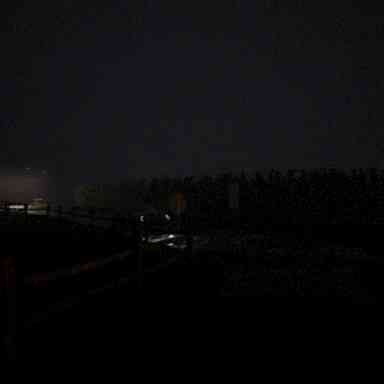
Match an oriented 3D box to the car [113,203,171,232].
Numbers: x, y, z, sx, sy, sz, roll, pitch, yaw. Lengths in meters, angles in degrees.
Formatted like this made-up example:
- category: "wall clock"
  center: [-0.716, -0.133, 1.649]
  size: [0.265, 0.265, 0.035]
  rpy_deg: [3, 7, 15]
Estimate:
- category: "car"
  center: [-3.175, 1.520, 20.736]
  size: [2.097, 1.767, 4.553]
  rpy_deg: [0, 0, -36]
